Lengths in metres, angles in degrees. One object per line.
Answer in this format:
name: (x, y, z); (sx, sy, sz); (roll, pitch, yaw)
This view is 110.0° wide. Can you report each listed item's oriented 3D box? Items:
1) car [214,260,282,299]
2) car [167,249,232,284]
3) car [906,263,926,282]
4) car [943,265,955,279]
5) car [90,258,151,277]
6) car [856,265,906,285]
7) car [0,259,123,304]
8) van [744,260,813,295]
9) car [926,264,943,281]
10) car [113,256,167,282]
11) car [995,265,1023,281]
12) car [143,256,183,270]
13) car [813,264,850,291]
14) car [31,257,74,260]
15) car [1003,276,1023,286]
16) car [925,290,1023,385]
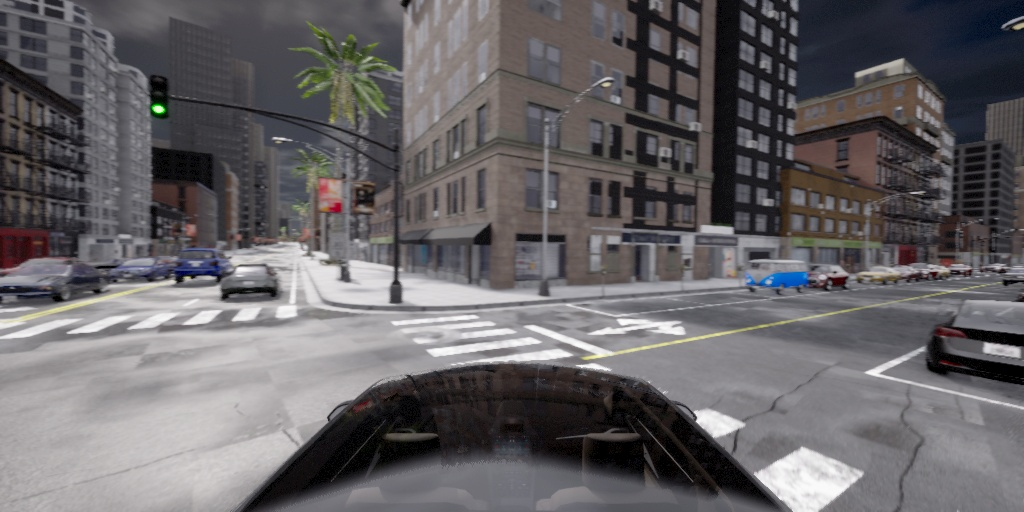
car: (-11.612, 1.032, 16.144); (1.994, 1.385, 4.181); (0, 1, -31)
car: (-19.280, 0.567, 22.607); (2.150, 2.045, 5.566); (0, 1, -31)
car: (33.205, 1.505, 30.636); (4.207, 1.307, 1.802); (0, 0, -31)
car: (42.514, 1.545, 36.155); (4.829, 1.417, 1.751); (0, 0, -31)
car: (-30.034, 0.815, 27.702); (1.895, 1.301, 4.718); (0, 1, -31)
car: (28.330, 1.403, 27.747); (4.829, 1.417, 1.751); (0, 0, -31)
car: (-18.423, 0.994, 14.486); (2.033, 1.411, 5.357); (0, 1, -31)
van: (14.292, 1.093, 19.425); (3.998, 1.789, 1.690); (0, 0, -31)
car: (37.933, 1.410, 33.439); (4.097, 1.591, 1.967); (0, 0, -31)
car: (-23.265, 0.846, 22.625); (1.812, 1.442, 4.674); (0, 1, -30)
car: (40.152, 1.669, 28.027); (5.357, 1.411, 2.033); (1, 1, -31)
car: (-35.234, 0.671, 36.367); (1.895, 1.301, 4.718); (0, 1, -31)
car: (19.020, 1.232, 22.228); (4.097, 1.591, 1.967); (0, 0, -31)
car: (-25.280, 0.821, 19.658); (1.882, 1.535, 5.008); (0, 1, -31)
car: (18.636, 1.551, 12.093); (4.313, 1.339, 1.948); (0, 0, -31)
car: (9.180, 1.473, 6.488); (4.313, 1.339, 1.948); (0, 0, -31)
